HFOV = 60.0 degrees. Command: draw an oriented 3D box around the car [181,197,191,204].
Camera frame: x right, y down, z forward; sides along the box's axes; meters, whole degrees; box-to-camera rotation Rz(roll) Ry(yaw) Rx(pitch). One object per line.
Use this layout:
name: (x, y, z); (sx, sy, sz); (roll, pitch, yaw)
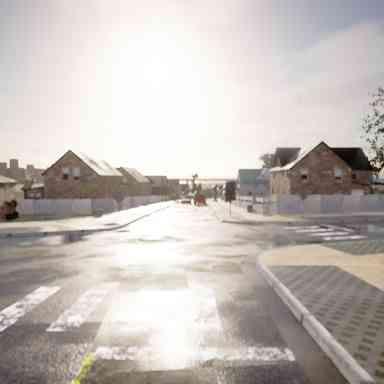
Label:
car: (-1.087, 1.721, 66.160); (2.033, 1.411, 5.357); (0, 0, 3)

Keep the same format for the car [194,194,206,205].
car: (1.476, 1.373, 61.890); (2.150, 2.045, 5.566); (0, 0, 3)

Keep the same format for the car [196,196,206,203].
car: (1.965, 1.621, 72.270); (1.994, 1.385, 4.181); (0, 0, 3)
